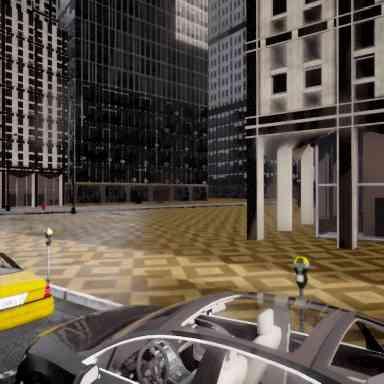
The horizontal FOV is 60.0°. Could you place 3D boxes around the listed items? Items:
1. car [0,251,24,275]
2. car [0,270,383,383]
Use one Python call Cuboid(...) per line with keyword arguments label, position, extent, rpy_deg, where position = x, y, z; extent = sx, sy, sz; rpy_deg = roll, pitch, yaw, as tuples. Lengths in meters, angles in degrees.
Cuboid(label="car", position=(-4.463, 1.525, 6.063), extent=(4.829, 1.417, 1.752), rpy_deg=(0, 0, 36))
Cuboid(label="car", position=(0.291, 1.551, 2.669), extent=(4.403, 1.369, 2.008), rpy_deg=(0, 0, 36))
